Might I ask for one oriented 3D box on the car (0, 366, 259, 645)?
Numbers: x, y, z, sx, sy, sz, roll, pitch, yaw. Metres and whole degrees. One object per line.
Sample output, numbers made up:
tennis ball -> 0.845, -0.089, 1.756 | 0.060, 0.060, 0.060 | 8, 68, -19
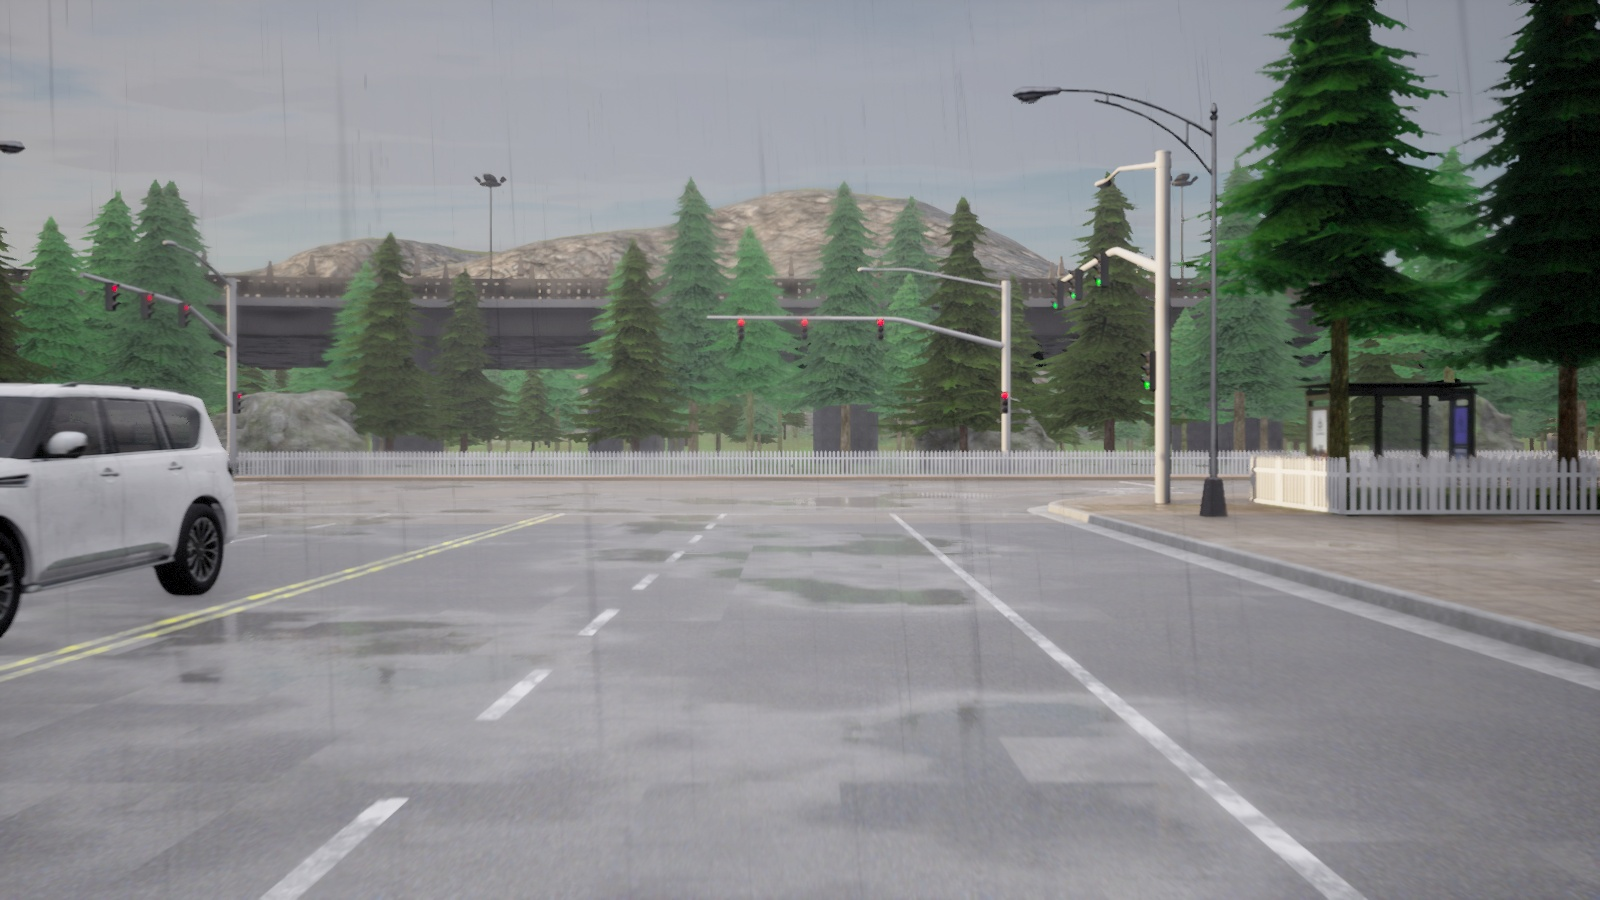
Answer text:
car -> -6.923, 0.399, 10.768 | 2.150, 2.045, 5.566 | 0, 0, 0
